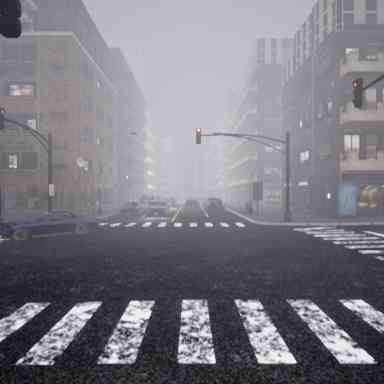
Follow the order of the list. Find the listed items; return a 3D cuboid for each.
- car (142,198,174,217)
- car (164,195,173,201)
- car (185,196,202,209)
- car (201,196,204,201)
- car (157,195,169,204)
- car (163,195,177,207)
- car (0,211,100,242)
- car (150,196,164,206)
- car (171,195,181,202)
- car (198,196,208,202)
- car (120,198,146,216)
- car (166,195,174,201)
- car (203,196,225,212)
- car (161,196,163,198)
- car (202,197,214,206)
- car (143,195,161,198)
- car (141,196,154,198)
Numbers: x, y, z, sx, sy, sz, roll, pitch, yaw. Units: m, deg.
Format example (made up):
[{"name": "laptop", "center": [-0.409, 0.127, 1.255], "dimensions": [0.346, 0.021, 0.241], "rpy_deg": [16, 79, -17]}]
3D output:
[{"name": "car", "center": [-3.147, 1.550, 31.721], "dimensions": [2.033, 1.411, 5.357], "rpy_deg": [0, 0, 0]}, {"name": "car", "center": [-5.819, 1.580, 83.362], "dimensions": [2.008, 1.369, 4.403], "rpy_deg": [0, 0, 0]}, {"name": "car", "center": [0.030, 1.498, 46.125], "dimensions": [2.128, 1.511, 4.902], "rpy_deg": [0, 0, 0]}, {"name": "car", "center": [2.623, 1.446, 43.601], "dimensions": [1.967, 1.590, 4.097], "rpy_deg": [0, 0, 0]}, {"name": "car", "center": [-5.793, 1.457, 66.316], "dimensions": [1.967, 1.590, 4.097], "rpy_deg": [0, 0, 0]}, {"name": "car", "center": [-3.168, 1.499, 49.621], "dimensions": [2.128, 1.511, 4.902], "rpy_deg": [0, 0, 0]}, {"name": "car", "center": [-7.373, 1.690, 17.188], "dimensions": [4.718, 1.301, 1.895], "rpy_deg": [-2, 1, -40]}, {"name": "car", "center": [-5.775, 1.450, 54.951], "dimensions": [1.967, 1.590, 4.097], "rpy_deg": [0, 0, 0]}, {"name": "car", "center": [-3.099, 1.226, 64.994], "dimensions": [1.895, 1.301, 4.718], "rpy_deg": [0, 0, 0]}, {"name": "car", "center": [2.570, 1.575, 77.695], "dimensions": [2.008, 1.369, 4.403], "rpy_deg": [0, 0, 0]}, {"name": "car", "center": [-5.739, 1.568, 32.221], "dimensions": [1.947, 1.339, 4.313], "rpy_deg": [0, 0, 0]}, {"name": "car", "center": [-5.828, 1.584, 89.045], "dimensions": [2.008, 1.369, 4.403], "rpy_deg": [0, 0, 0]}, {"name": "car", "center": [2.632, 1.444, 37.919], "dimensions": [1.967, 1.590, 4.097], "rpy_deg": [0, 0, 0]}, {"name": "car", "center": [-5.766, 1.533, 49.098], "dimensions": [1.752, 1.417, 4.829], "rpy_deg": [0, 0, 0]}, {"name": "car", "center": [2.606, 1.592, 54.966], "dimensions": [1.802, 1.307, 4.206], "rpy_deg": [0, 0, 0]}, {"name": "car", "center": [-5.758, 1.321, 43.586], "dimensions": [2.192, 1.841, 5.009], "rpy_deg": [0, 0, 0]}, {"name": "car", "center": [-5.748, 1.529, 37.734], "dimensions": [1.752, 1.417, 4.829], "rpy_deg": [0, 0, 0]}]
